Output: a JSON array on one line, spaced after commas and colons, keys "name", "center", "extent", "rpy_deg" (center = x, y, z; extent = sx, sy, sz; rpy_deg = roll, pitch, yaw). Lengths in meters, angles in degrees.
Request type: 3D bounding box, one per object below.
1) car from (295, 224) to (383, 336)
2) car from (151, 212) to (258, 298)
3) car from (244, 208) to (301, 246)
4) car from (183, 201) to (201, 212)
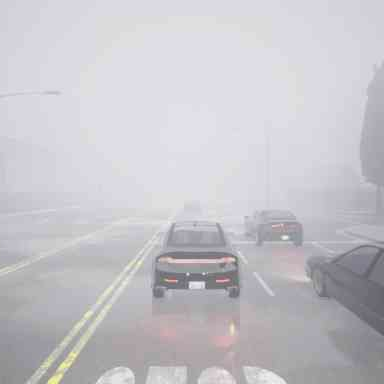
[{"name": "car", "center": [3.592, 1.547, 5.451], "extent": [2.033, 1.411, 5.357], "rpy_deg": [0, 0, 0]}, {"name": "car", "center": [0.087, 1.490, 8.500], "extent": [2.128, 1.511, 4.902], "rpy_deg": [0, 0, 0]}, {"name": "car", "center": [3.576, 1.503, 15.199], "extent": [1.837, 1.490, 4.892], "rpy_deg": [0, 0, 0]}, {"name": "car", "center": [0.042, 1.596, 36.272], "extent": [1.895, 1.301, 4.718], "rpy_deg": [0, 0, 0]}]
